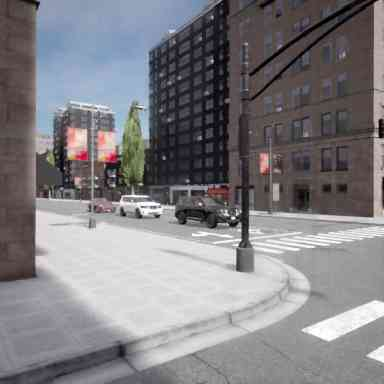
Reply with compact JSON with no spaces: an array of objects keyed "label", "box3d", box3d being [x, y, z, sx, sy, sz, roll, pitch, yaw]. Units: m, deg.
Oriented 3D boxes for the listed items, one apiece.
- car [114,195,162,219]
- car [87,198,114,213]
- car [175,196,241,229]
[{"label":"car","box3d":[-4.921,1.325,31.045,2.150,2.045,5.566,0,0,-36]},{"label":"car","box3d":[-10.582,1.492,38.896,2.097,1.767,4.553,0,0,-36]},{"label":"car","box3d":[0.951,1.286,22.912,2.150,2.045,5.566,0,0,-36]}]
